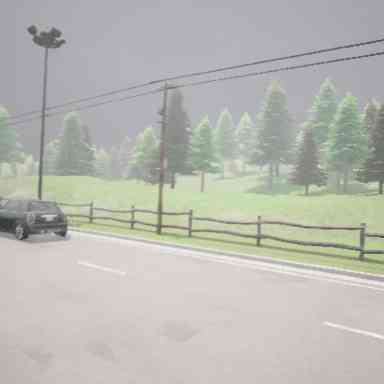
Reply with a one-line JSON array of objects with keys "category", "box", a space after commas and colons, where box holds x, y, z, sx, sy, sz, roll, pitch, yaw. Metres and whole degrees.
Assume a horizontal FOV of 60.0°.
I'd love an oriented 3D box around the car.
[{"category": "car", "box": [-7.835, 1.108, 15.531, 4.553, 1.767, 2.097, 2, -1, 36]}]
